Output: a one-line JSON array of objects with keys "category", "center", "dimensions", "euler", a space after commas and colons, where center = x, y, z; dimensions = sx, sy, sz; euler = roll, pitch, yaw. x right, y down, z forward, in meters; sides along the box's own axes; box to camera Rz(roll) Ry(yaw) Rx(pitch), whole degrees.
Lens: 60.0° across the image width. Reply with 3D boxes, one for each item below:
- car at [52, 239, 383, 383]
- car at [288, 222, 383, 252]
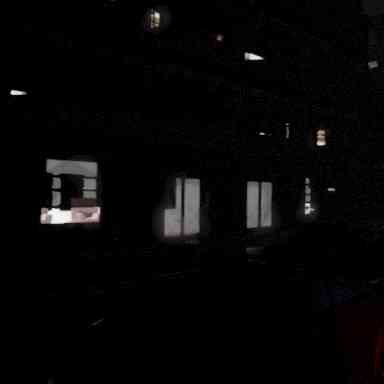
[{"category": "car", "center": [0.654, 1.565, 3.840], "dimensions": [4.181, 1.385, 1.994], "euler": [0, 0, -36]}, {"category": "car", "center": [3.865, 1.568, 9.299], "dimensions": [4.313, 1.339, 1.947], "euler": [0, 1, -35]}]
